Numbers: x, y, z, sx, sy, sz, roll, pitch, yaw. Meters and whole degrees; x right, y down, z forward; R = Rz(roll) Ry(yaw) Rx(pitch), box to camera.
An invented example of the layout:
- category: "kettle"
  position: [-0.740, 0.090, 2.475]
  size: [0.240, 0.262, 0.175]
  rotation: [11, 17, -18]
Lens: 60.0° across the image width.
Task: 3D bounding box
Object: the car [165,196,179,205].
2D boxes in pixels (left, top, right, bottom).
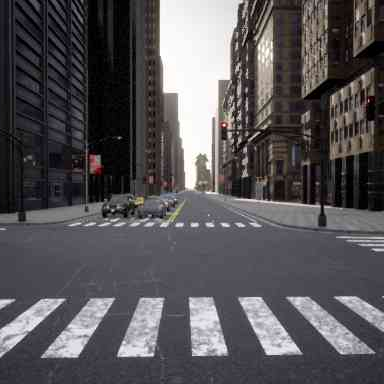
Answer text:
- category: "car"
  position: [-3.422, 1.466, 58.478]
  size: [2.033, 1.411, 5.357]
  rotation: [0, 0, 0]

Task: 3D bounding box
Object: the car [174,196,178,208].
- category: "car"
  position: [-3.443, 1.502, 48.061]
  size: [1.994, 1.385, 4.181]
  rotation: [0, 0, -1]

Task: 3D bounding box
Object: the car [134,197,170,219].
- category: "car"
  position: [-3.399, 1.323, 29.054]
  size: [2.097, 1.767, 4.553]
  rotation: [0, 0, 0]

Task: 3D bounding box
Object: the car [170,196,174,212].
- category: "car"
  position: [-3.418, 1.481, 38.036]
  size: [1.812, 1.442, 4.674]
  rotation: [0, 0, 0]

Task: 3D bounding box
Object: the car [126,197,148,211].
- category: "car"
  position: [-6.663, 1.429, 40.663]
  size: [1.882, 1.535, 5.008]
  rotation: [0, 0, 0]

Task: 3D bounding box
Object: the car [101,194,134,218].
- category: "car"
  position: [-6.654, 1.190, 30.658]
  size: [2.150, 2.045, 5.566]
  rotation: [0, 0, 0]

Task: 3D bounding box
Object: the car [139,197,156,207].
- category: "car"
  position: [-6.687, 1.497, 50.554]
  size: [1.994, 1.385, 4.181]
  rotation: [0, 0, 0]
